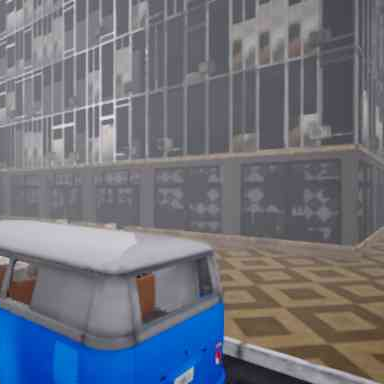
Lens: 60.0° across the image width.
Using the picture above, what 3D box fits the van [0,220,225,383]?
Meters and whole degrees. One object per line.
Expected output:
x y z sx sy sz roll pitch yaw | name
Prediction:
-1.570 1.302 3.852 3.998 1.788 1.690 1 0 36 | van
